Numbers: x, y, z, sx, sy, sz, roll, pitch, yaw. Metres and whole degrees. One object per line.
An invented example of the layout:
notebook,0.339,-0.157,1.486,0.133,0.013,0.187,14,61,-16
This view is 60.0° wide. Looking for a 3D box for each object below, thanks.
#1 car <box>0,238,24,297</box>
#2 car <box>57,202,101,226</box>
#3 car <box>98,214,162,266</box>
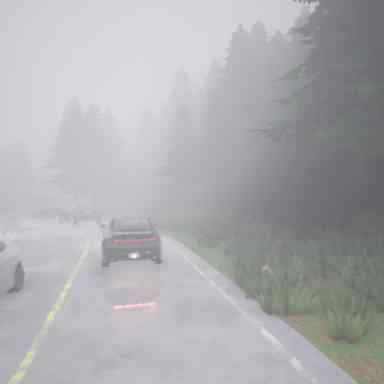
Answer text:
car,-4.612,1.590,6.254,1.812,1.442,4.674,0,0,-12
car,-8.764,1.518,25.556,2.097,1.767,4.553,0,0,-39
car,-2.204,1.565,11.880,1.837,1.490,4.892,0,0,-13
